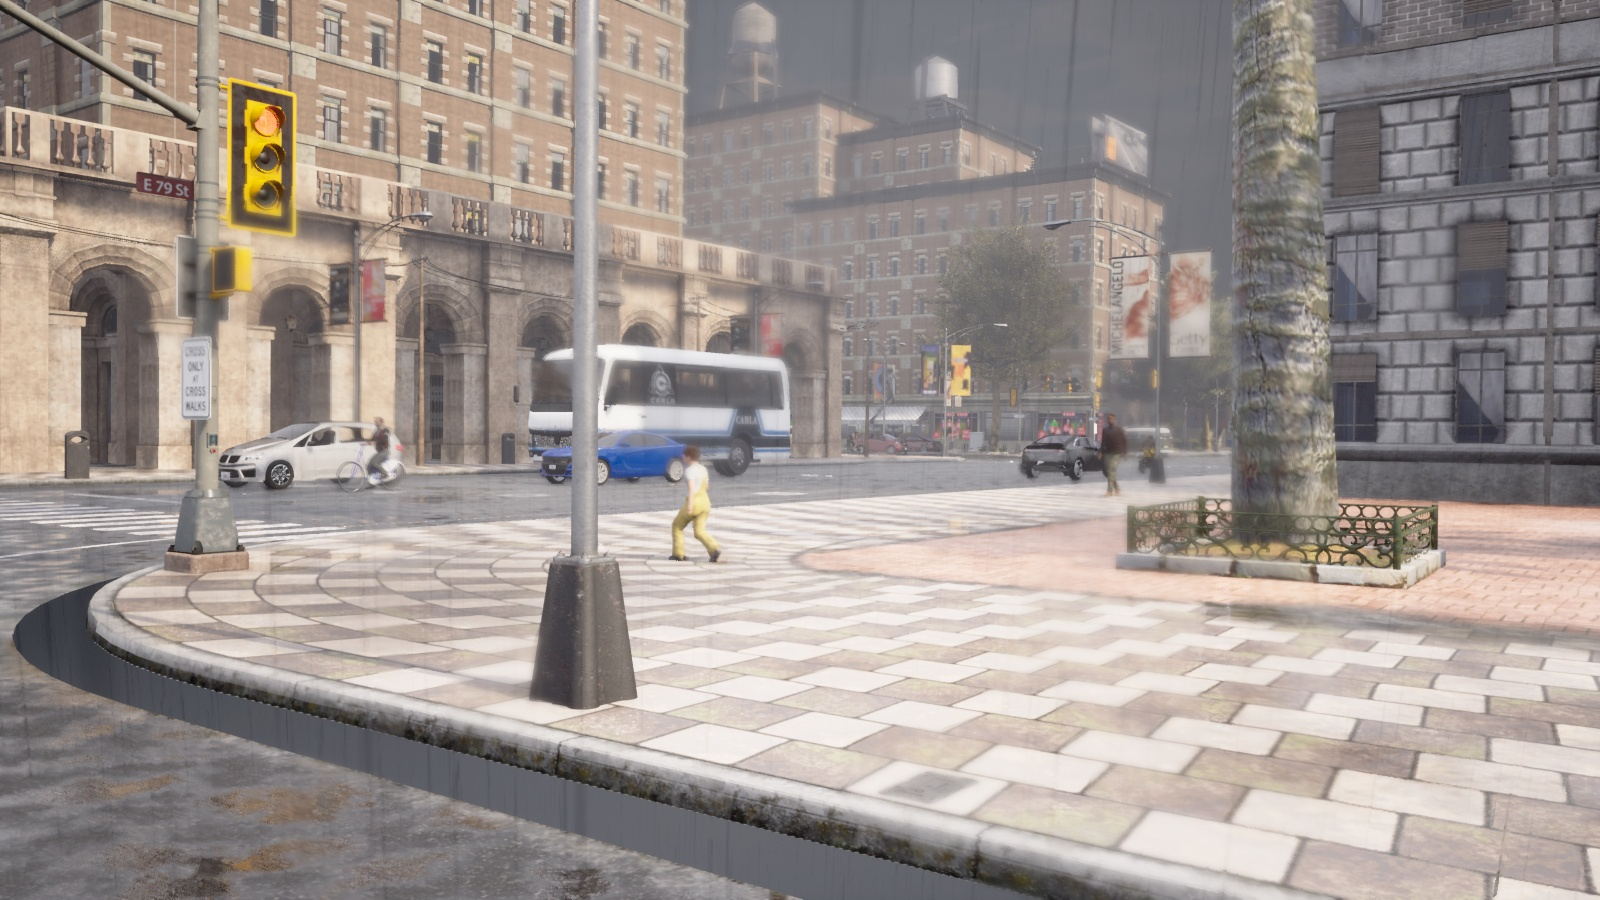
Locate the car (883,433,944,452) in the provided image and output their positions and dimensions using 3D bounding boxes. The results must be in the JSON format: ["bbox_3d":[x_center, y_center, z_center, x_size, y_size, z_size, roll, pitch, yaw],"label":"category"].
[{"bbox_3d":[8.628,-0.590,95.755,4.181,1.385,1.994,0,1,36],"label":"car"}]

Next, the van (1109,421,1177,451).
[{"bbox_3d":[23.810,-0.955,87.422,2.069,2.038,4.480,0,1,-28],"label":"van"}]

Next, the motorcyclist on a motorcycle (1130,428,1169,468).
[{"bbox_3d":[13.839,-0.091,49.729,0.797,1.523,2.044,0,1,36],"label":"motorcyclist on a motorcycle"}]

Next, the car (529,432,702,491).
[{"bbox_3d":[-5.174,0.266,35.848,1.882,1.535,5.008,0,1,37],"label":"car"}]

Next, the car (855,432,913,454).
[{"bbox_3d":[5.854,-0.507,87.856,3.633,1.501,1.845,0,1,36],"label":"car"}]

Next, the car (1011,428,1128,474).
[{"bbox_3d":[9.455,0.005,43.757,2.128,1.511,4.902,0,1,37],"label":"car"}]

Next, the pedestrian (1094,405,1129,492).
[{"bbox_3d":[6.658,-0.038,26.816,0.431,1.840,0.703,0,1,44],"label":"pedestrian"}]

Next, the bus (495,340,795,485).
[{"bbox_3d":[-4.838,-1.177,42.145,3.944,4.253,10.273,0,1,37],"label":"bus"}]

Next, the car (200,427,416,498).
[{"bbox_3d":[-12.425,0.252,31.977,2.242,1.667,4.611,0,1,37],"label":"car"}]

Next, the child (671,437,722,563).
[{"bbox_3d":[-1.053,0.503,12.812,0.437,1.263,0.270,0,1,36],"label":"child"}]

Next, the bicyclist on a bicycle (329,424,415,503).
[{"bbox_3d":[-9.999,0.291,29.381,0.659,1.776,1.843,0,1,37],"label":"bicyclist on a bicycle"}]
